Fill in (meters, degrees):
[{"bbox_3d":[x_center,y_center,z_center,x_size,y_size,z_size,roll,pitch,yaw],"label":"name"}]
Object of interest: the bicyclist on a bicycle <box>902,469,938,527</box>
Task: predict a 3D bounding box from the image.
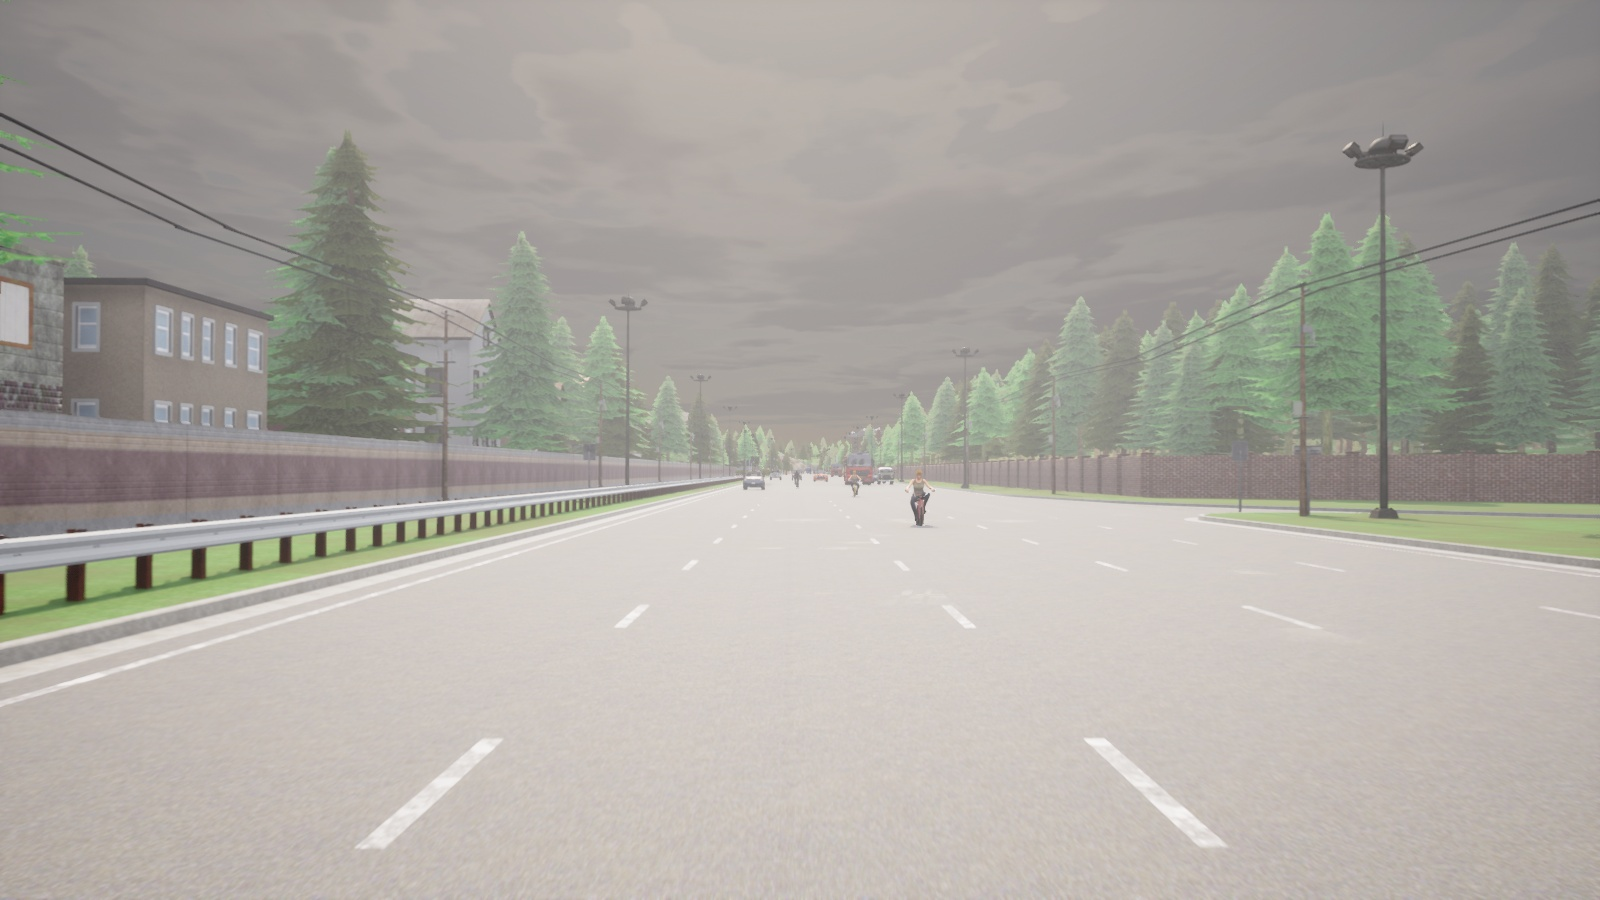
[{"bbox_3d":[3.409,1.336,35.743,0.866,1.612,1.509,0,-1,0],"label":"bicyclist on a bicycle"}]
